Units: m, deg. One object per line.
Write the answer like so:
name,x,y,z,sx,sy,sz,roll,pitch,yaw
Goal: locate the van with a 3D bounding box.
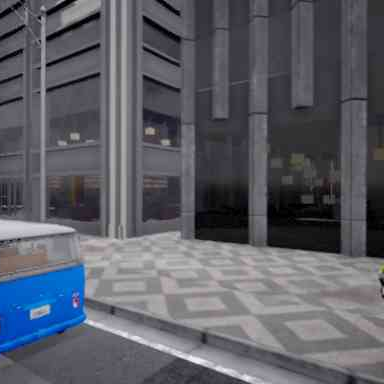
van,-3.507,1.343,5.454,3.998,1.788,1.690,0,0,35
